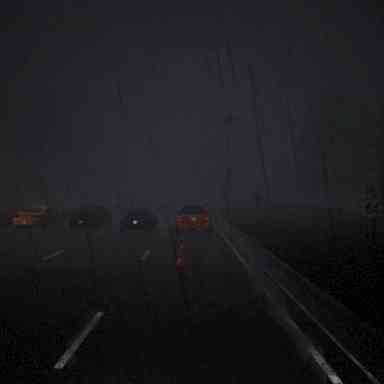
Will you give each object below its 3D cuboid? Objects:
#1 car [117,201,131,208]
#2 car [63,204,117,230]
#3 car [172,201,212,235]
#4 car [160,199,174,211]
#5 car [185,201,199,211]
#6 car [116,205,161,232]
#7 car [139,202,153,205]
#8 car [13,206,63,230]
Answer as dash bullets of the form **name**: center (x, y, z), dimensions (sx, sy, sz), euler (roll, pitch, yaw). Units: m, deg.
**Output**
- **car**: center (-10.494, 2.107, 50.800), dimensions (1.994, 1.385, 4.181), euler (0, -1, 0)
- **car**: center (-6.900, 1.726, 23.110), dimensions (1.882, 1.535, 5.008), euler (0, 0, 0)
- **car**: center (0.101, 1.574, 20.714), dimensions (2.097, 1.767, 4.553), euler (0, -1, 0)
- **car**: center (-3.498, 1.880, 49.422), dimensions (2.097, 1.767, 4.553), euler (0, -1, 0)
- **car**: center (0.003, 2.104, 50.419), dimensions (1.994, 1.385, 4.181), euler (0, -1, 0)
- **car**: center (-3.399, 1.799, 21.860), dimensions (1.994, 1.385, 4.181), euler (0, -1, 0)
- **car**: center (-6.994, 2.141, 50.488), dimensions (1.895, 1.301, 4.718), euler (0, -1, 0)
- **car**: center (-10.399, 1.725, 23.105), dimensions (1.882, 1.535, 5.008), euler (0, 0, 0)
